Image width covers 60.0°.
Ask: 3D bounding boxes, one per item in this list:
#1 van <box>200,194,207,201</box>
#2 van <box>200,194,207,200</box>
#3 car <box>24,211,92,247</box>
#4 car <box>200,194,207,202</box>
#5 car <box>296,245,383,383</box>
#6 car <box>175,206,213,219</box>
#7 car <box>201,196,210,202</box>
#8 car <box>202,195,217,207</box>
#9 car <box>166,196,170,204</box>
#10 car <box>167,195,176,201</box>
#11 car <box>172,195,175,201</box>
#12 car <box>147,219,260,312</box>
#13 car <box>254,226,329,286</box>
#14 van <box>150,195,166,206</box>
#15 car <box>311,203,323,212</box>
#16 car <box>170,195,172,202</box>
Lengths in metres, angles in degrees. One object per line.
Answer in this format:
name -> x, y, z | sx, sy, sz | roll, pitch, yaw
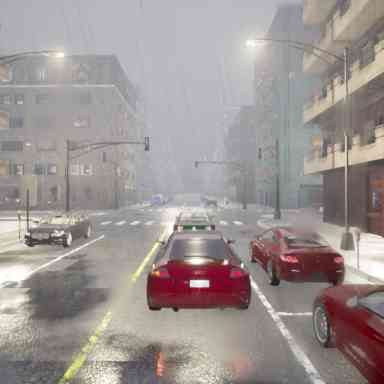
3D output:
van -> 3.065, 1.349, 86.800 | 1.690, 1.788, 3.998 | 1, 0, 0
van -> 3.100, 1.349, 92.470 | 1.690, 1.788, 3.998 | 1, 0, 0
car -> -5.774, 1.554, 14.816 | 2.008, 1.369, 4.403 | 1, 0, 0
car -> 2.958, 1.558, 69.789 | 2.008, 1.369, 4.403 | 1, 0, 0
car -> 2.667, 1.583, 3.408 | 1.802, 1.307, 4.206 | 1, 0, 0
car -> 0.098, 1.604, 16.618 | 1.895, 1.301, 4.718 | 0, 0, 0
car -> 2.992, 1.590, 75.460 | 1.802, 1.307, 4.206 | 1, 0, 0
car -> 2.951, 1.558, 51.202 | 2.008, 1.369, 4.403 | 1, 0, 0
car -> -5.492, 1.574, 58.524 | 1.947, 1.339, 4.313 | 1, 0, 0
car -> -5.318, 1.554, 86.877 | 1.887, 1.381, 4.507 | 1, 0, 0
car -> -5.388, 1.575, 75.536 | 1.947, 1.339, 4.313 | 1, 0, 0
car -> 0.104, 1.566, 7.800 | 1.994, 1.385, 4.181 | 0, 0, -1
car -> 2.665, 1.584, 9.079 | 1.802, 1.307, 4.206 | 1, 0, 0
van -> -5.598, 1.349, 52.861 | 1.690, 1.788, 3.998 | 1, 0, 0
car -> 15.538, 1.518, 36.978 | 4.507, 1.381, 1.887 | 0, -1, 1
car -> -5.455, 1.448, 64.194 | 1.967, 1.590, 4.097 | 1, 0, 0
